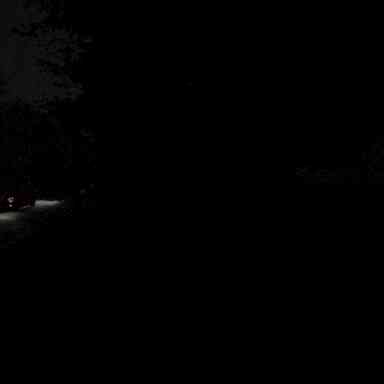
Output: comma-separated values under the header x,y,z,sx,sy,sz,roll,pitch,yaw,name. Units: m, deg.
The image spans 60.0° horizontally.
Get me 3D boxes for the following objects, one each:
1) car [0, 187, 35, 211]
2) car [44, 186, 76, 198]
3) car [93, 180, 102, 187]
x,y,z,sx,sy,sz,roll,pitch,yaw,name
-14.392,0.441,26.615,2.097,1.767,4.553,0,4,-4,car
-14.816,-0.065,37.459,1.895,1.301,4.718,0,4,0,car
-14.440,-1.218,52.423,1.837,1.490,4.892,0,4,2,car
